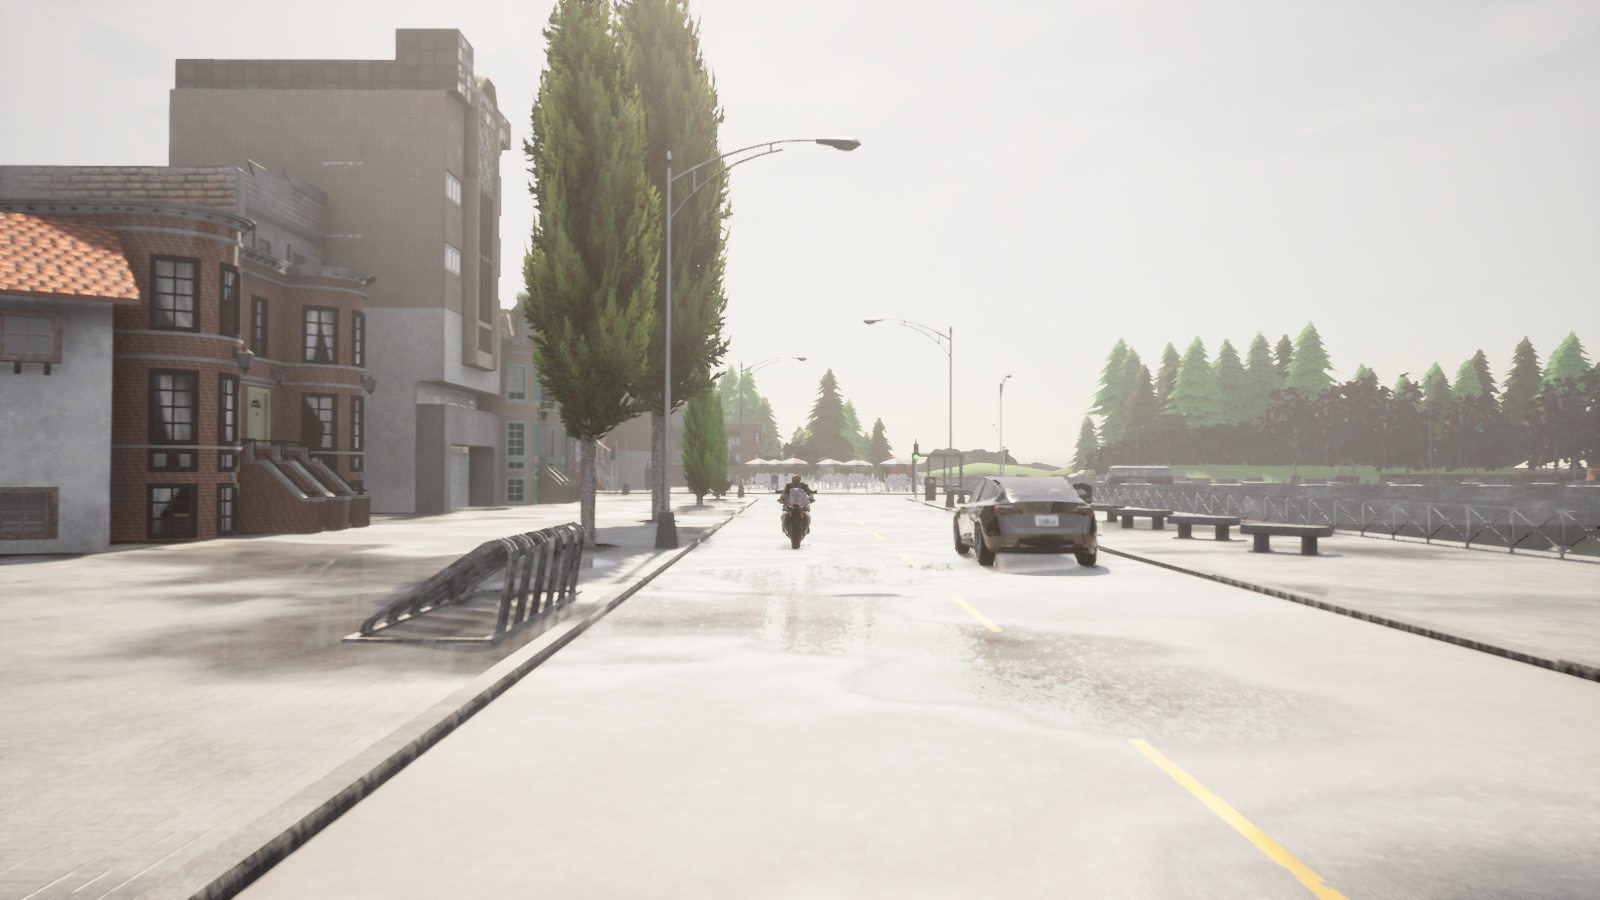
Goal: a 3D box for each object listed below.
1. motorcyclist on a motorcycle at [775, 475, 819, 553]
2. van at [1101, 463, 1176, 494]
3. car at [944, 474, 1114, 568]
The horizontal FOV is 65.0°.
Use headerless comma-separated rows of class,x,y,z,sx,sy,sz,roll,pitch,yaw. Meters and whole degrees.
motorcyclist on a motorcycle,-0.068,1.285,25.957,0.866,1.530,2.191,0,-1,0
van,22.016,1.848,81.781,4.442,1.987,1.775,0,-1,1
car,3.940,1.175,22.494,2.163,1.488,4.792,0,-1,0
